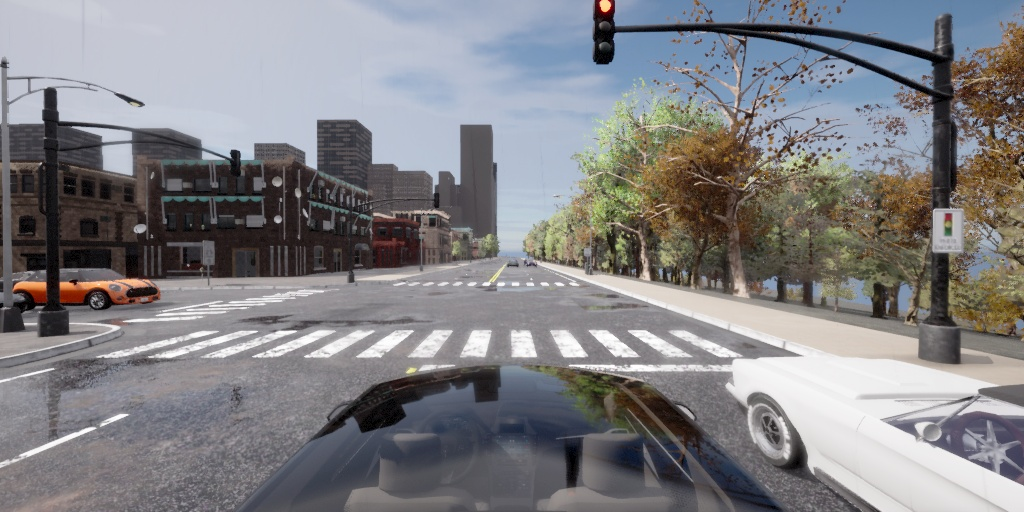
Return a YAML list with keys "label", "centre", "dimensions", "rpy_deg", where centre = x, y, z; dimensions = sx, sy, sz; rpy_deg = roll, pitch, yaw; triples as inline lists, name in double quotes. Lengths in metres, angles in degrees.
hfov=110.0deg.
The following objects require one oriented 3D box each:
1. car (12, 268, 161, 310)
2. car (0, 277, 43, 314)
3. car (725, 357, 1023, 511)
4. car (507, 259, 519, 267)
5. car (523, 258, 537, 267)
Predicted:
- label: "car"
  centre: [-17.966, 1.301, 15.296]
  dimensions: [4.553, 1.767, 2.097]
  rpy_deg: [-1, 1, -1]
- label: "car"
  centre: [-19.936, 1.565, 12.562]
  dimensions: [4.313, 1.339, 1.948]
  rpy_deg: [0, 0, 0]
- label: "car"
  centre: [3.350, 1.351, 1.913]
  dimensions: [1.895, 1.301, 4.718]
  rpy_deg: [0, 0, 0]
- label: "car"
  centre: [0.158, 1.291, 63.420]
  dimensions: [1.994, 1.385, 4.181]
  rpy_deg: [0, 0, 1]
- label: "car"
  centre: [3.420, 1.327, 63.698]
  dimensions: [1.895, 1.301, 4.718]
  rpy_deg: [0, 0, 0]
